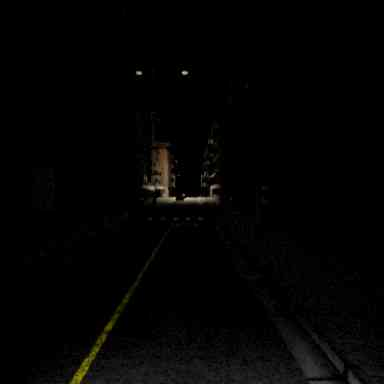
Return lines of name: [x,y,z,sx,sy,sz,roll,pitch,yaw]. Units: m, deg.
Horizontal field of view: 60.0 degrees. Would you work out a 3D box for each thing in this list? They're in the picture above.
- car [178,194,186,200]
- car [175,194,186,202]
car: [-2.759,1.353,94.118,2.128,1.511,4.902,0,0,0]
car: [-2.757,1.417,74.268,2.033,1.411,5.357,0,0,0]
